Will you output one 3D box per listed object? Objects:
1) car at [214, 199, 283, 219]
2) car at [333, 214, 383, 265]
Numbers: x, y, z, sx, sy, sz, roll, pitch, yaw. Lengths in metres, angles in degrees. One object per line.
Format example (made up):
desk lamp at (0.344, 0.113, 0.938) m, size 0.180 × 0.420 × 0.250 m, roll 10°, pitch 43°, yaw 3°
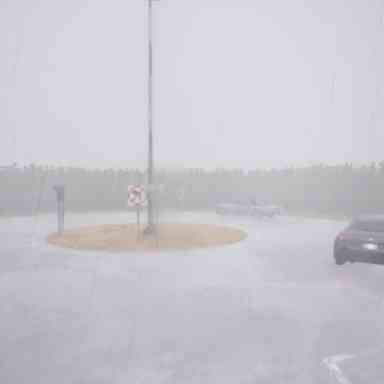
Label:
car at (3.866, 1.146, 23.657) m, size 4.718 × 1.301 × 1.895 m, roll 1°, pitch 1°, yaw 40°
car at (5.753, 1.363, 10.264) m, size 1.994 × 1.385 × 4.181 m, roll 1°, pitch 1°, yaw 35°
